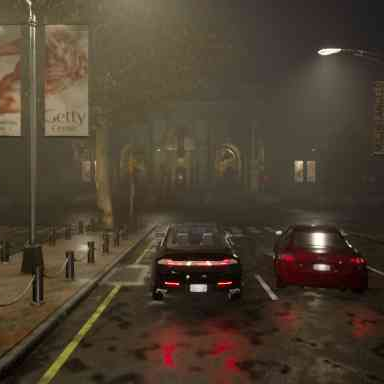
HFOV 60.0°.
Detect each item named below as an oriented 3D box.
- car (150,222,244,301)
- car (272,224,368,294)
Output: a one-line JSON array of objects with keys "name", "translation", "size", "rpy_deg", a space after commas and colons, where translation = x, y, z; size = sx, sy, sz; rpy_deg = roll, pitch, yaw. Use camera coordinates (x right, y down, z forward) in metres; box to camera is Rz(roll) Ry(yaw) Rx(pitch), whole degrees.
[{"name": "car", "translation": [0.077, 1.492, 8.327], "size": [2.128, 1.511, 4.902], "rpy_deg": [0, 0, -1]}, {"name": "car", "translation": [3.248, 1.564, 8.981], "size": [1.994, 1.385, 4.181], "rpy_deg": [0, 0, 14]}]
